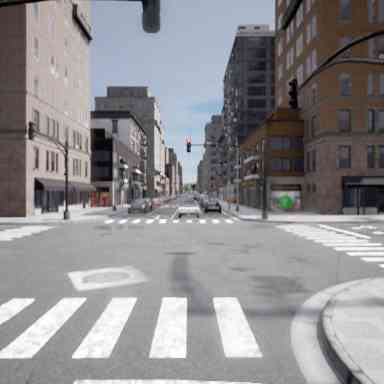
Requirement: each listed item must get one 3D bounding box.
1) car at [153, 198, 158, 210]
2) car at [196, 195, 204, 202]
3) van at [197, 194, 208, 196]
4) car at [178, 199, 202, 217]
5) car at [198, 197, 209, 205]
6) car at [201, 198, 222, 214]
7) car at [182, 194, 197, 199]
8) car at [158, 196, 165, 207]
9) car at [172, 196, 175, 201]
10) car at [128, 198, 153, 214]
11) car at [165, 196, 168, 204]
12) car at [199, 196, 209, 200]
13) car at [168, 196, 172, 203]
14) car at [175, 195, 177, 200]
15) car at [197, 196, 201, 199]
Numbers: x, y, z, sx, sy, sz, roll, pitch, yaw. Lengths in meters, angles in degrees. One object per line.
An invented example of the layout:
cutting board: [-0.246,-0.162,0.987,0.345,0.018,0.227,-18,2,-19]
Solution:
car: [-5.796,1.514,41.845,1.967,1.590,4.097,0,0,0]
car: [2.161,1.650,85.943,1.967,1.590,4.097,0,0,0]
van: [2.203,1.458,58.390,1.690,1.788,3.998,0,0,0]
car: [-0.288,1.652,31.578,1.895,1.301,4.718,0,0,0]
car: [2.195,1.685,63.900,2.008,1.369,4.403,0,0,0]
car: [2.237,1.627,36.345,1.947,1.339,4.313,0,0,0]
car: [-0.442,1.680,63.488,2.033,1.411,5.357,0,0,0]
car: [-5.813,1.684,52.866,1.802,1.307,4.206,0,0,0]
car: [-5.855,1.741,80.420,2.008,1.369,4.403,0,0,0]
car: [-5.788,1.502,36.334,1.967,1.590,4.097,0,0,0]
car: [-5.822,1.668,58.377,2.008,1.369,4.403,0,0,0]
car: [2.220,1.669,47.368,1.802,1.307,4.206,0,0,0]
car: [-5.839,1.593,69.398,1.967,1.590,4.097,0,0,0]
car: [-5.872,1.774,91.441,1.887,1.381,4.507,0,0,0]
car: [2.212,1.668,52.879,1.947,1.339,4.313,0,0,0]
